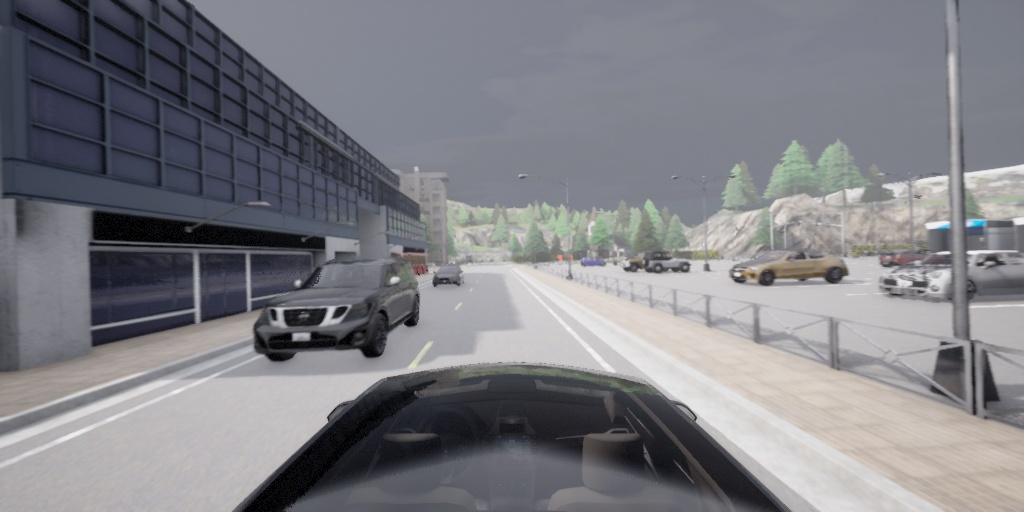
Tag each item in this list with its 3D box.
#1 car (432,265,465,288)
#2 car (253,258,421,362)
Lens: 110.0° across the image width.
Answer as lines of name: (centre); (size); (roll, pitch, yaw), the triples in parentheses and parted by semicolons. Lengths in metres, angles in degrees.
car: (-4.540, 1.405, 26.086); (1.837, 1.490, 4.892); (-2, 0, -2)
car: (-3.831, 1.084, 9.073); (2.150, 2.045, 5.566); (-2, 0, -2)
